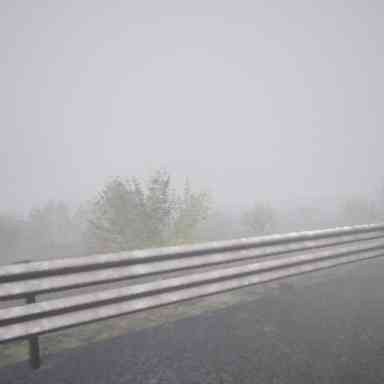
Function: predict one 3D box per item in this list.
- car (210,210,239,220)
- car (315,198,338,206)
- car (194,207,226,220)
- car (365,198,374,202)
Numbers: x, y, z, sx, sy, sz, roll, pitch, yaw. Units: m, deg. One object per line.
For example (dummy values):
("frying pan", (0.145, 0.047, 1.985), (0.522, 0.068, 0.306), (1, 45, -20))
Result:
("car", (5.658, 3.793, 50.259), (5.357, 1.411, 2.033), (-4, 2, -21))
("car", (26.641, 1.960, 65.670), (4.892, 1.490, 1.837), (-4, 2, -20))
("car", (3.038, 3.619, 56.748), (4.902, 1.511, 2.128), (-4, 2, -21))
("car", (33.198, 1.822, 60.652), (4.902, 1.511, 2.128), (-4, 2, -20))
